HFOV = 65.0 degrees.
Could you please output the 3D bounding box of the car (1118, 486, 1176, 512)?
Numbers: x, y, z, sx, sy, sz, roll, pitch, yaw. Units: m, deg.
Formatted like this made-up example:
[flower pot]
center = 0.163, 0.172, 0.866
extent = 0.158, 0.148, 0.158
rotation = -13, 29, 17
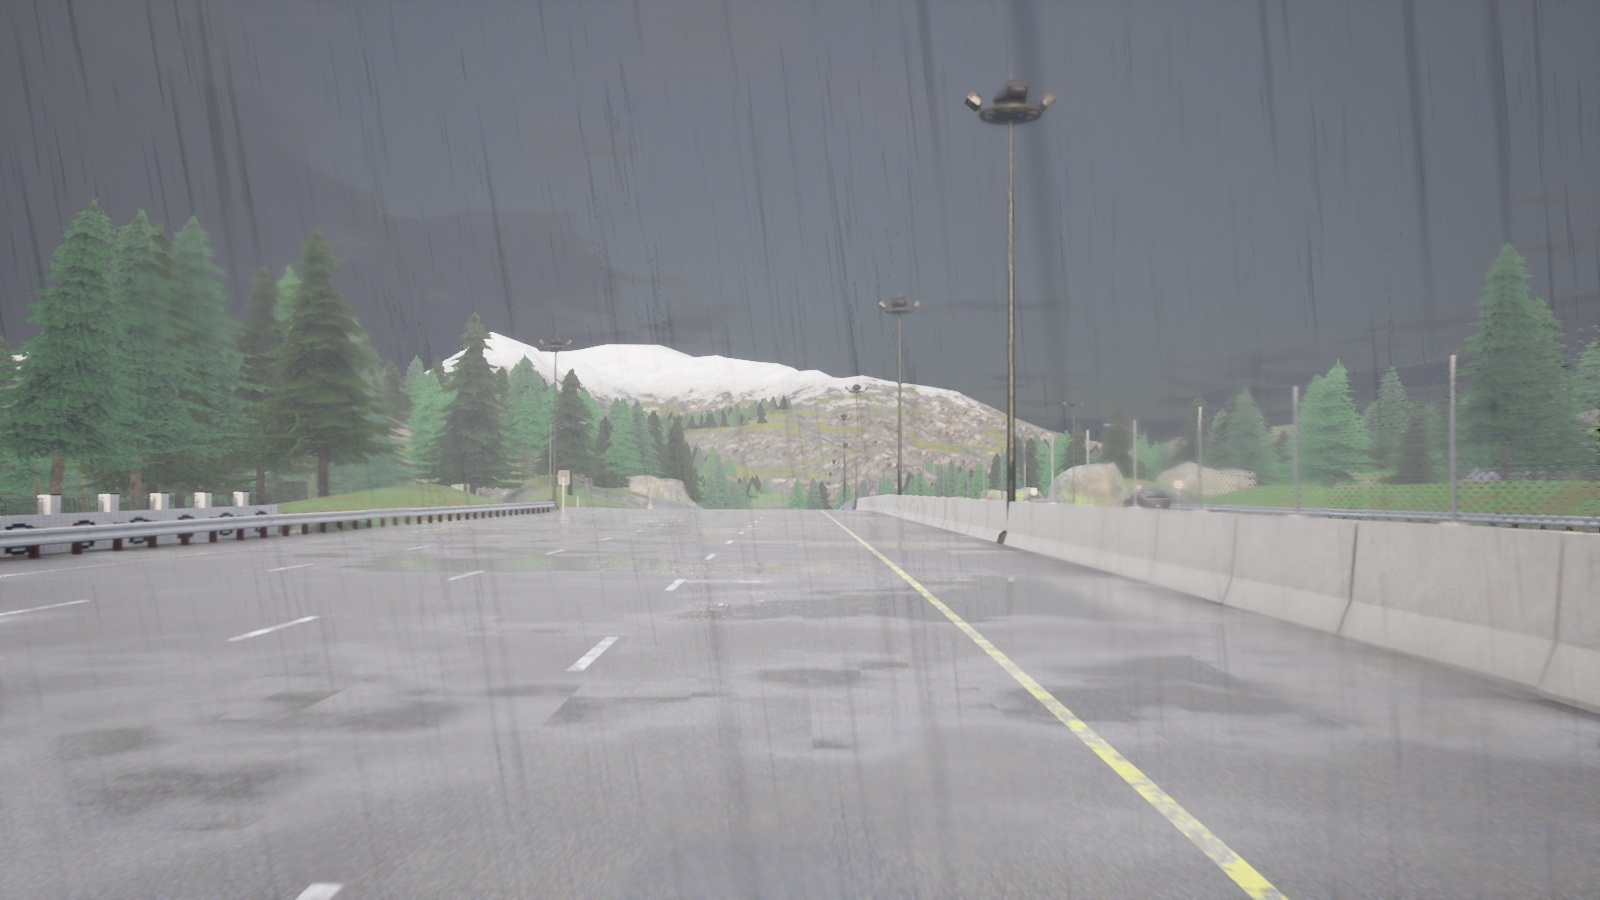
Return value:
[car]
center = 20.820, 2.938, 75.583
extent = 2.128, 1.511, 4.902
rotation = 0, -2, 0
